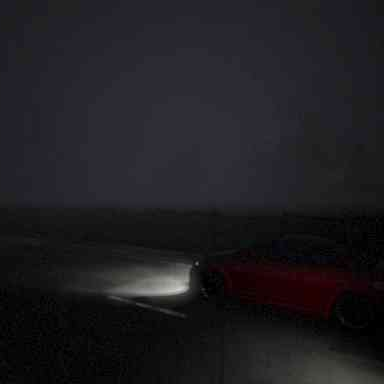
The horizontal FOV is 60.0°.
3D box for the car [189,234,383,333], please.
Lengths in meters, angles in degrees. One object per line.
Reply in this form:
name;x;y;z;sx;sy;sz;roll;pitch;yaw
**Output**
car;1.982;1.585;6.876;4.181;1.385;1.994;-1;0;35
